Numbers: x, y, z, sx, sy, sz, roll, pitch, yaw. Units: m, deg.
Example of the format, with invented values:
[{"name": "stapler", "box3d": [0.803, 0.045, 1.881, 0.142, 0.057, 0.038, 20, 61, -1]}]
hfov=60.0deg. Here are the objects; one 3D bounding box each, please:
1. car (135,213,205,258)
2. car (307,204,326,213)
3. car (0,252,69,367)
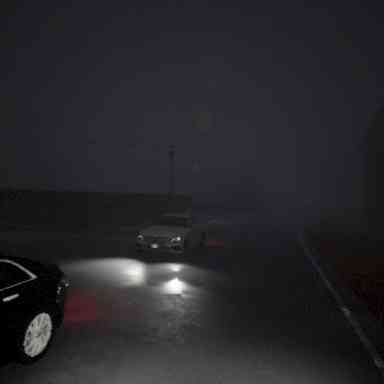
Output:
[{"name": "car", "box3d": [-0.674, 1.587, 13.450, 1.812, 1.442, 4.674, 3, 0, 14]}, {"name": "car", "box3d": [22.792, 2.957, 60.742, 1.812, 1.442, 4.674, 3, 0, -4]}, {"name": "car", "box3d": [-3.176, 1.403, 3.197, 1.837, 1.490, 4.892, 2, -1, 14]}]
